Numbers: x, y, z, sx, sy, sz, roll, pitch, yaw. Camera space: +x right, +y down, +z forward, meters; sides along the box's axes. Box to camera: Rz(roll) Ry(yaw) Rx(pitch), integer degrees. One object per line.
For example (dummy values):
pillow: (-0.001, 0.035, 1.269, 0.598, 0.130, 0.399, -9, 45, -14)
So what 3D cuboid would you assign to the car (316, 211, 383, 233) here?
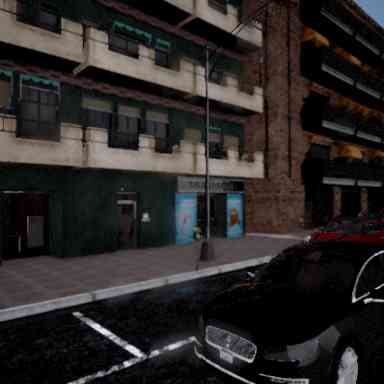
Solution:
car: (5.624, 1.633, 11.855, 4.097, 1.590, 1.967, 1, -1, -41)

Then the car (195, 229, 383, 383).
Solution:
car: (2.200, 1.597, 5.265, 4.892, 1.490, 1.837, 1, -2, -41)

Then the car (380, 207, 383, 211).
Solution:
car: (9.857, 1.550, 15.577, 5.009, 1.841, 2.192, 1, -1, -41)
